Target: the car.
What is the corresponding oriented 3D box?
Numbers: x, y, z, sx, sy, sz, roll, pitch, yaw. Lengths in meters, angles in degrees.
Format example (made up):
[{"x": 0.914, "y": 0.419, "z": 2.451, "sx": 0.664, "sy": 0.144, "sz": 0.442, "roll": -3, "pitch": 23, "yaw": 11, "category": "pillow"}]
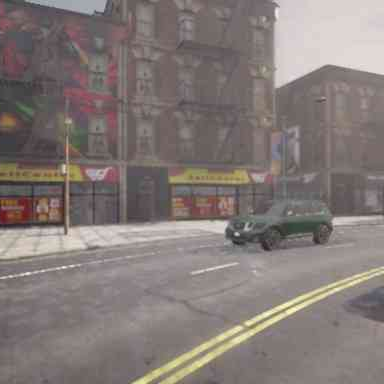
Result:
[{"x": 4.104, "y": 1.379, "z": 15.154, "sx": 5.566, "sy": 2.045, "sz": 2.150, "roll": 0, "pitch": -1, "yaw": -34, "category": "car"}]
